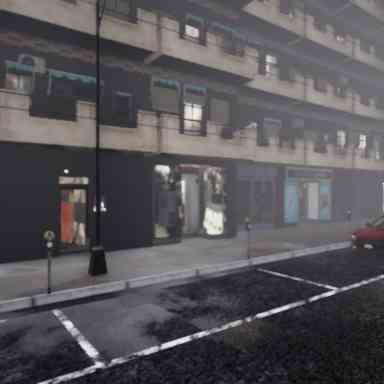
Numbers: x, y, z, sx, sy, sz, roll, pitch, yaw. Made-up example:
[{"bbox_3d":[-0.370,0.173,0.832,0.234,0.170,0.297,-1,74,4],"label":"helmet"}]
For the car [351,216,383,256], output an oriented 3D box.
[{"bbox_3d":[7.434,1.473,11.859,4.507,1.381,1.887,0,0,-36],"label":"car"}]
